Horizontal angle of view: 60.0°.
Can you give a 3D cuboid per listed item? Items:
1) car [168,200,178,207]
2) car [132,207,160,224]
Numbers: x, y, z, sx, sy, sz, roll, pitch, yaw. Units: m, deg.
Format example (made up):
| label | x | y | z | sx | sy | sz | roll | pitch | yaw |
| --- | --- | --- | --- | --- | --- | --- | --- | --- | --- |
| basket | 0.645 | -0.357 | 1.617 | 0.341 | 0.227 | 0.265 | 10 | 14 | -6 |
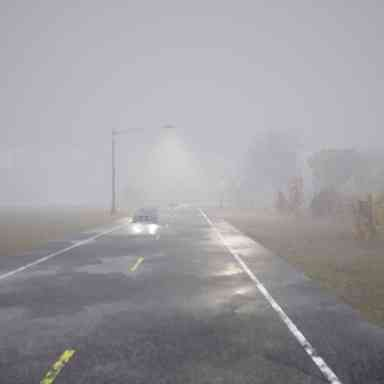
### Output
| label | x | y | z | sx | sy | sz | roll | pitch | yaw |
| --- | --- | --- | --- | --- | --- | --- | --- | --- | --- |
| car | -3.977 | 2.342 | 68.618 | 1.882 | 1.535 | 5.008 | 0 | -1 | 0 |
| car | -3.784 | 1.940 | 28.036 | 1.994 | 1.385 | 4.181 | 0 | -1 | 0 |
